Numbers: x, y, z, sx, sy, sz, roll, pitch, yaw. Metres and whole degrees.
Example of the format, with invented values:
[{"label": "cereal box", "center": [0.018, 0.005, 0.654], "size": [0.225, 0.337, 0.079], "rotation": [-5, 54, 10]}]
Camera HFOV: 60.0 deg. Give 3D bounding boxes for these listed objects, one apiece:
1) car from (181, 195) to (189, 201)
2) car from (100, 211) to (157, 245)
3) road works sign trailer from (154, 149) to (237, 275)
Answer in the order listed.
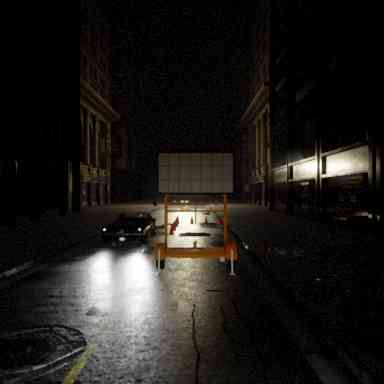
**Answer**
[{"label": "car", "center": [-1.913, 1.559, 90.445], "size": [2.128, 1.511, 4.902], "rotation": [0, 0, 1]}, {"label": "car", "center": [-2.823, 1.604, 15.703], "size": [1.895, 1.301, 4.718], "rotation": [0, 0, 1]}, {"label": "road works sign trailer", "center": [0.114, 0.466, 10.413], "size": [2.380, 3.560, 2.880], "rotation": [0, 0, 1]}]
